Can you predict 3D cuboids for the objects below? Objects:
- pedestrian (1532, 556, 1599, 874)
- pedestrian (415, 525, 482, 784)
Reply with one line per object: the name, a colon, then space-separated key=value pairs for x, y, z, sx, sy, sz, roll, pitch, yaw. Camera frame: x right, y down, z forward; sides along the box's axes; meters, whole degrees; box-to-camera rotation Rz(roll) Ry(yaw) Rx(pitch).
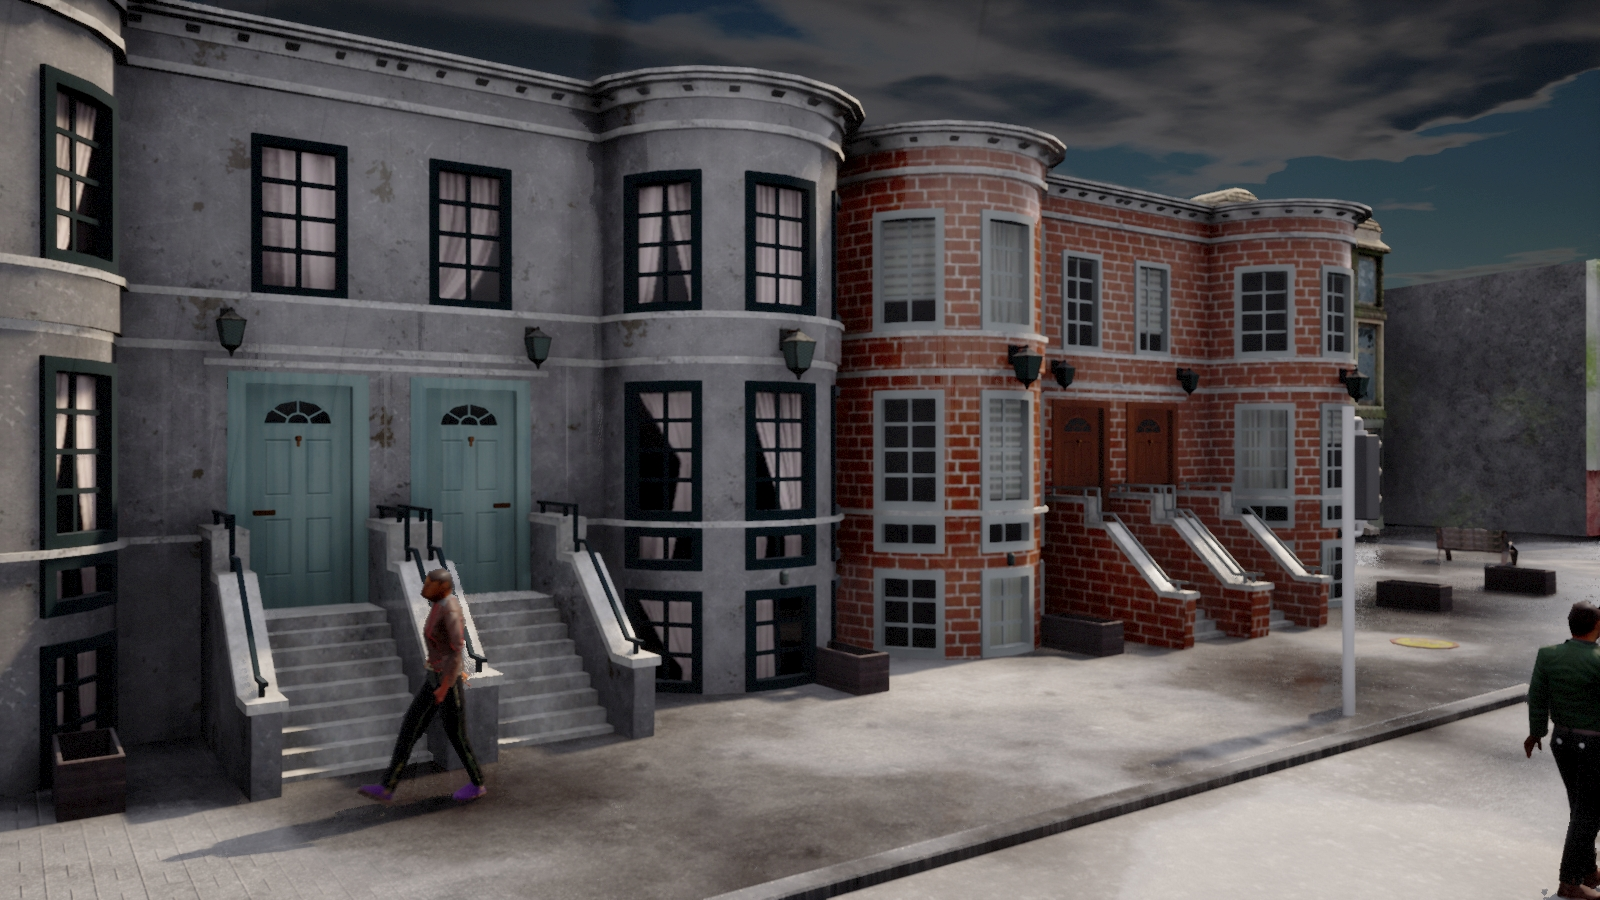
pedestrian: x=4.854 y=1.611 z=7.090 sx=0.375 sy=1.860 sz=0.375 roll=0 pitch=0 yaw=-20
pedestrian: x=-2.658 y=1.516 z=8.636 sx=0.375 sy=1.860 sz=0.375 roll=0 pitch=0 yaw=-35
